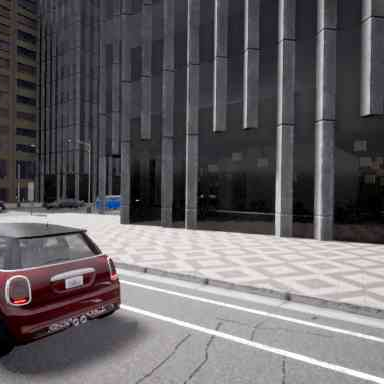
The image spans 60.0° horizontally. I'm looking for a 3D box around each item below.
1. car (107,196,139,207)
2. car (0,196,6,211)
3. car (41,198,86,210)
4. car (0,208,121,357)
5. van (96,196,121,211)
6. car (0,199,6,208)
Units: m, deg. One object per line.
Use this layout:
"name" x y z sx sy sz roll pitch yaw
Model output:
"car" -10.208 1.427 49.578 1.812 1.442 4.674 1 1 36
"car" -22.972 1.324 36.432 1.967 1.590 4.097 1 1 36
"car" -15.955 1.461 41.608 2.033 1.411 5.357 1 1 36
"car" -3.474 1.349 6.155 4.553 1.767 2.097 0 0 35
"van" -9.689 1.339 40.271 1.690 1.788 3.998 1 1 36
"car" -21.542 1.278 33.785 2.097 1.767 4.553 1 1 35
